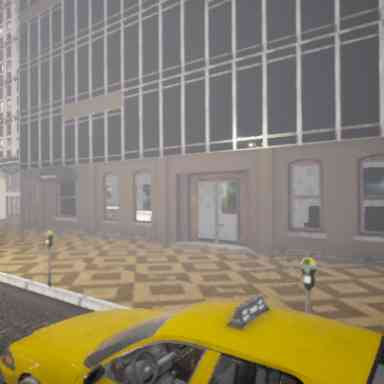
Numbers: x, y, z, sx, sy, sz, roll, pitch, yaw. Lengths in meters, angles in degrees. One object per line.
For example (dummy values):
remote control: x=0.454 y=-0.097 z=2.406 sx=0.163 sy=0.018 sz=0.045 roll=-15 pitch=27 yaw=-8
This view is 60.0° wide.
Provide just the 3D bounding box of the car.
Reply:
car: x=0.226 y=1.531 z=2.716 sx=4.829 sy=1.417 sz=1.752 roll=0 pitch=0 yaw=35
